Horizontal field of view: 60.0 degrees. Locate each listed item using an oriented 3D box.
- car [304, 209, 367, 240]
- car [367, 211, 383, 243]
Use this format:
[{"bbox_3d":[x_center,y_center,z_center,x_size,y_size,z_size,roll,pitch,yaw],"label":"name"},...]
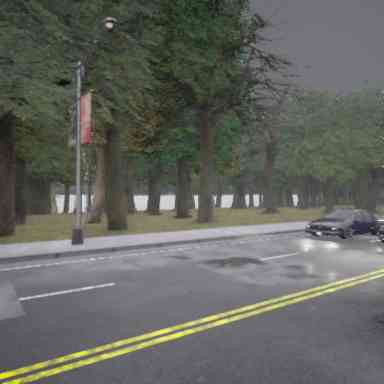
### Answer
[{"bbox_3d":[8.298,1.624,17.618,5.357,1.411,2.033,0,0,-36],"label":"car"},{"bbox_3d":[10.370,1.569,15.101,4.902,1.511,2.128,0,0,-36],"label":"car"}]
